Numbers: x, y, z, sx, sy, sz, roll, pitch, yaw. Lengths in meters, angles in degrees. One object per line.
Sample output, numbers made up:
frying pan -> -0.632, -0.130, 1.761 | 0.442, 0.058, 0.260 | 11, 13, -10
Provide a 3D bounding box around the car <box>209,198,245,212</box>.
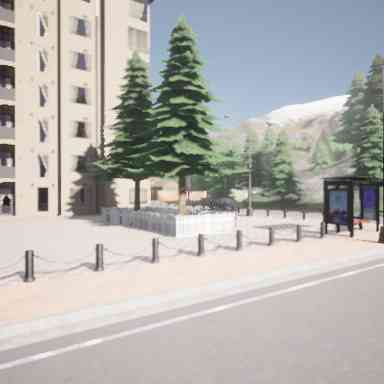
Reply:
car -> 3.944, 1.449, 37.919 | 1.837, 1.490, 4.892 | 0, 0, -35
